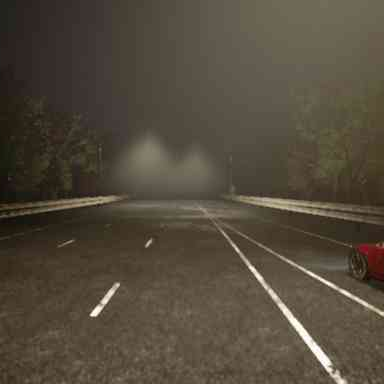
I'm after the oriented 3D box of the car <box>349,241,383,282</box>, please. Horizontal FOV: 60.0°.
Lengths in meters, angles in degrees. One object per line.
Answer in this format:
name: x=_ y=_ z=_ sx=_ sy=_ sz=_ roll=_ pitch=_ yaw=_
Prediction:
car: x=5.168 y=1.442 z=6.682 sx=2.163 sy=1.488 sz=4.792 roll=0 pitch=0 yaw=-6
